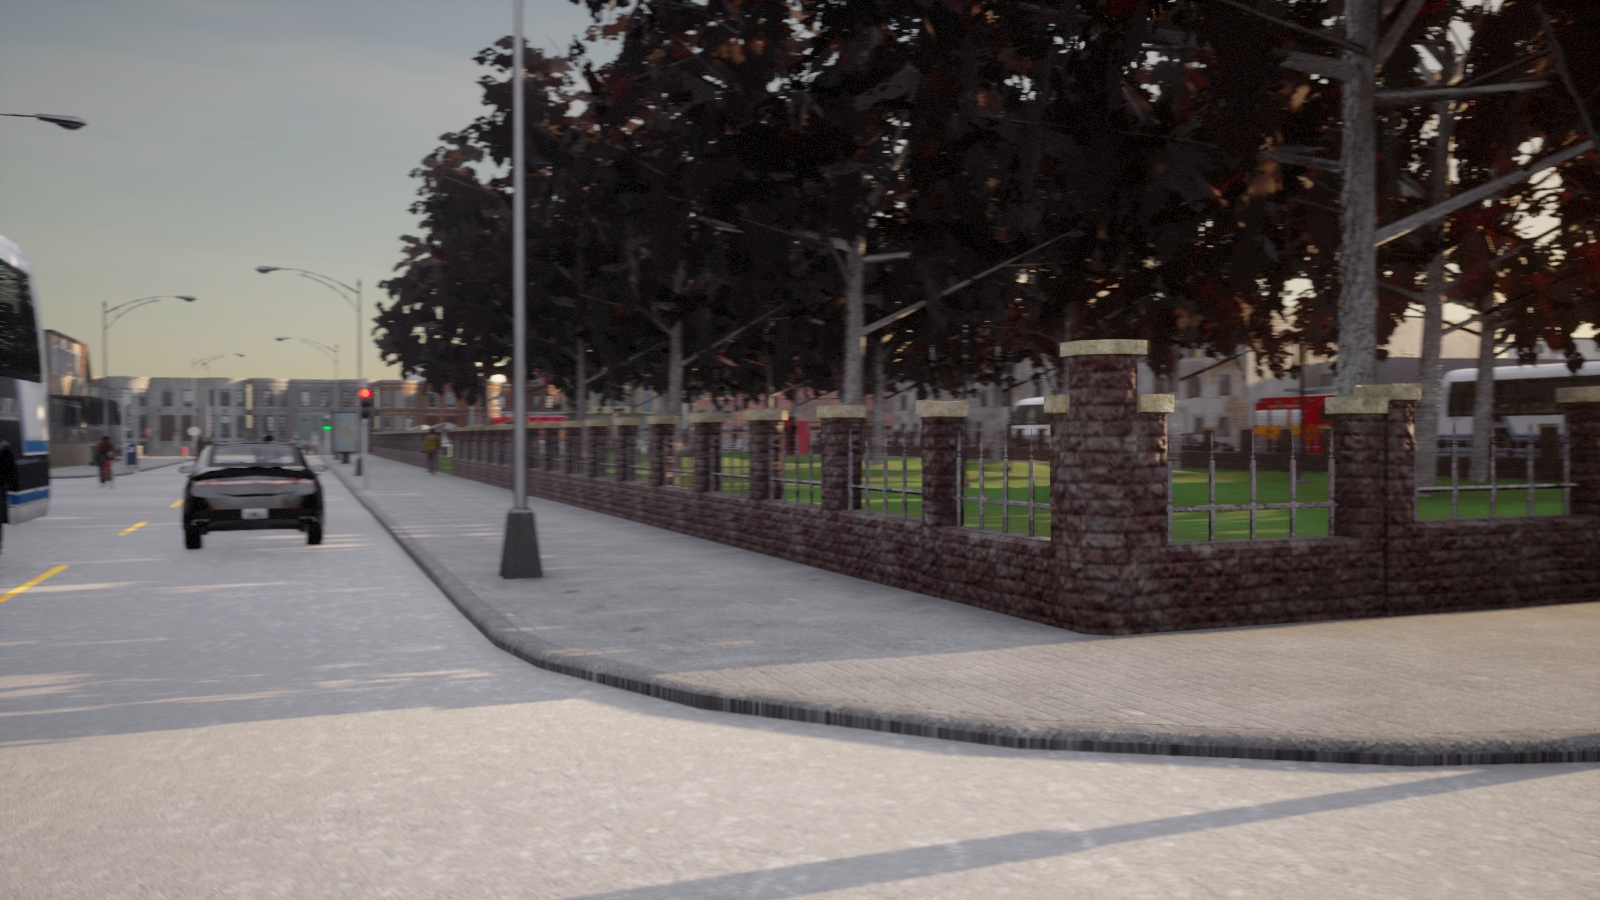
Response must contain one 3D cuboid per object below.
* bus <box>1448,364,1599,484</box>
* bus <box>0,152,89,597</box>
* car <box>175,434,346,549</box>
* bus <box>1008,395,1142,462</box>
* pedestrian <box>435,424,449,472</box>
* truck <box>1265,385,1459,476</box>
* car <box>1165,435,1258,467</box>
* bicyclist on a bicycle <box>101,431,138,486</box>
[{"bbox_3d":[29.770,-0.928,46.421,3.944,4.253,10.273,0,1,-21],"label":"bus"},{"bbox_3d":[-9.466,-0.723,11.234,3.944,4.253,10.273,0,1,-21],"label":"bus"},{"bbox_3d":[-8.226,0.524,19.242,2.128,1.511,4.902,0,1,-23],"label":"car"},{"bbox_3d":[18.640,-1.437,86.171,3.944,4.253,10.273,0,1,-21],"label":"bus"},{"bbox_3d":[-13.694,-0.078,48.031,0.431,1.840,0.709,0,1,-21],"label":"pedestrian"},{"bbox_3d":[25.478,-0.864,57.504,2.891,3.827,8.468,0,1,-21],"label":"truck"},{"bbox_3d":[21.849,0.020,66.864,2.242,1.667,4.611,0,1,-21],"label":"car"},{"bbox_3d":[-20.800,0.239,38.380,0.582,1.620,1.656,-3,3,-41],"label":"bicyclist on a bicycle"}]
